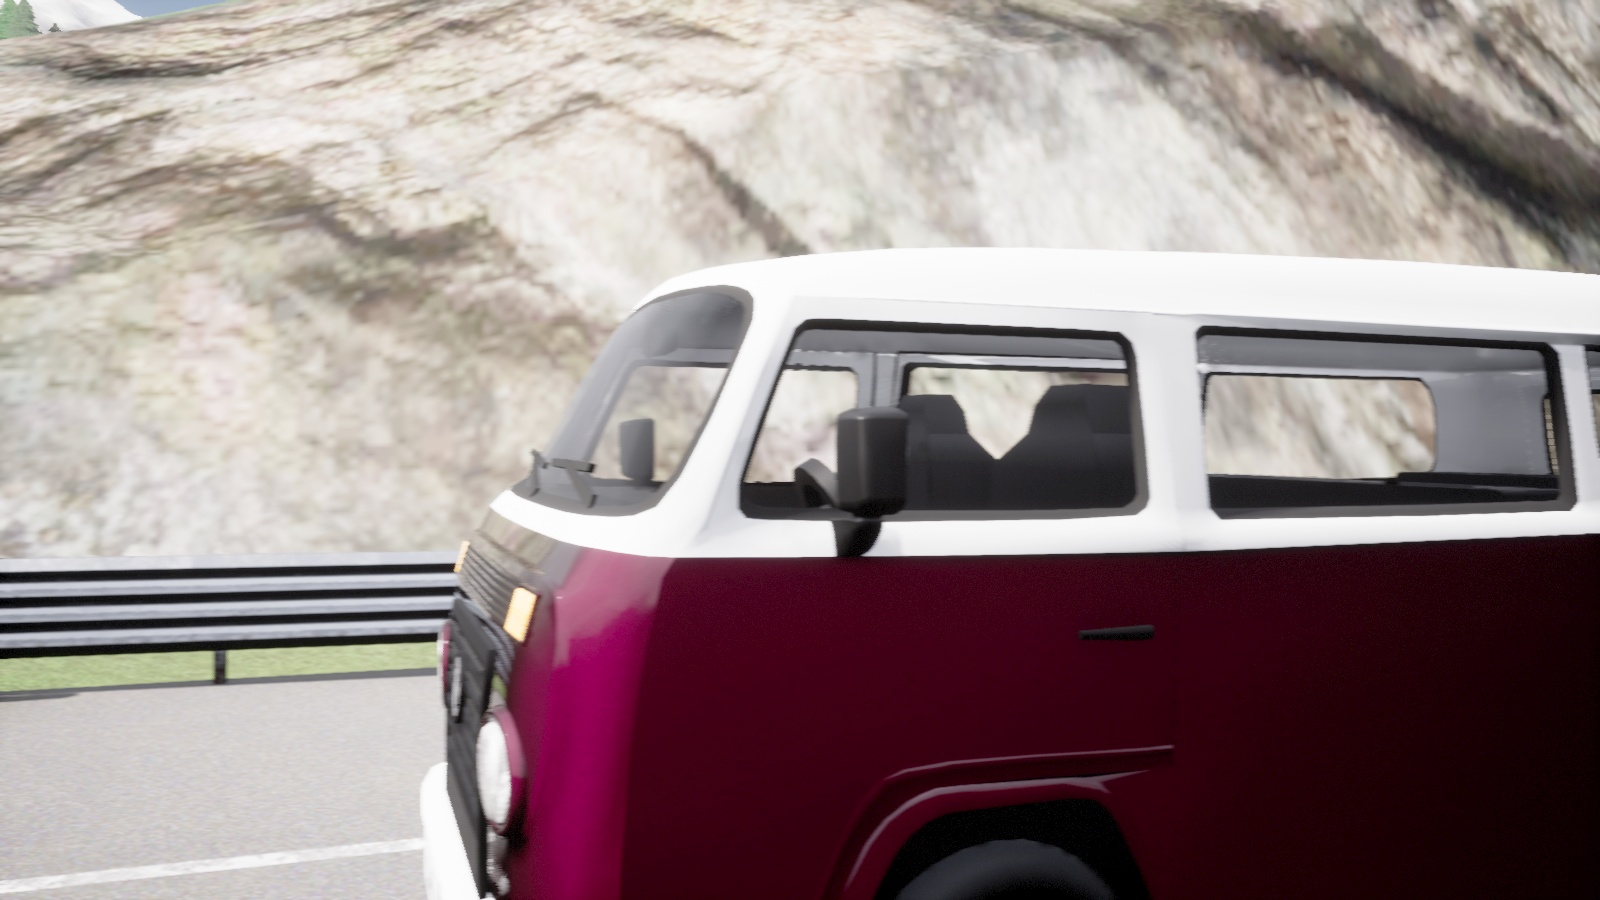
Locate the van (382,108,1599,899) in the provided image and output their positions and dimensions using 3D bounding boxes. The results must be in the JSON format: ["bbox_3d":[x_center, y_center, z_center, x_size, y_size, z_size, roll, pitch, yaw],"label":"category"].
[{"bbox_3d":[1.178,0.448,3.705,4.480,2.038,2.069,-1,1,-20],"label":"van"}]
